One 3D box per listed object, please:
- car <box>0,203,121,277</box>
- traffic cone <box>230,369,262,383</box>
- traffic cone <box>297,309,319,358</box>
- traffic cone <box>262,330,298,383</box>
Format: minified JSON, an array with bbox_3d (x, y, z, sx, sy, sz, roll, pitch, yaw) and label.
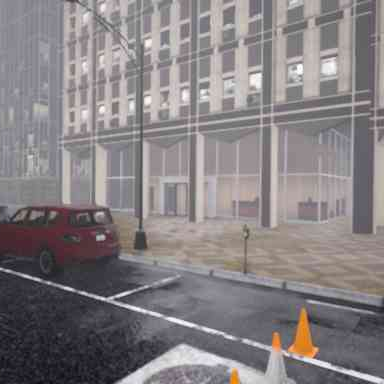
[{"bbox_3d":[-4.343,1.284,10.201,5.009,1.841,2.192,0,1,36],"label":"car"},{"bbox_3d":[0.397,1.951,3.089,0.340,0.580,0.340,0,0,36],"label":"traffic cone"},{"bbox_3d":[1.574,1.950,4.705,0.340,0.580,0.340,0,0,36],"label":"traffic cone"},{"bbox_3d":[0.985,1.951,3.898,0.340,0.580,0.340,0,0,36],"label":"traffic cone"}]
